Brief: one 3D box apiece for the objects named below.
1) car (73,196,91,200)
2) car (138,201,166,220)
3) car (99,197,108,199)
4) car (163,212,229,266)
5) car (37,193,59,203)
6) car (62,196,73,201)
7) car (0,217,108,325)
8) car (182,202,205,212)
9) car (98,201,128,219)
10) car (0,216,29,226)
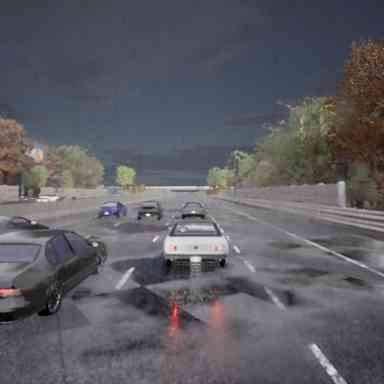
[{"bbox_3d":[-20.975,1.656,64.895,1.895,1.301,4.718,0,0,0],"label":"car"},{"bbox_3d":[-3.389,1.521,28.130,1.837,1.490,4.892,0,0,0],"label":"car"},{"bbox_3d":[-17.478,1.655,65.293,1.895,1.301,4.718,0,0,0],"label":"car"},{"bbox_3d":[0.108,1.604,11.563,1.895,1.301,4.718,0,0,0],"label":"car"},{"bbox_3d":[-27.976,1.282,64.855,2.150,2.045,5.566,0,0,0],"label":"car"},{"bbox_3d":[-24.475,1.573,66.683,1.812,1.442,4.674,0,0,0],"label":"car"},{"bbox_3d":[-3.396,1.549,7.430,2.033,1.411,5.357,0,0,0],"label":"car"},{"bbox_3d":[0.112,1.580,28.848,1.994,1.385,4.181,0,0,0],"label":"car"},{"bbox_3d":[-6.889,1.542,29.152,1.812,1.442,4.674,0,0,0],"label":"car"},{"bbox_3d":[-6.893,1.568,12.312,1.994,1.385,4.181,0,0,0],"label":"car"}]
